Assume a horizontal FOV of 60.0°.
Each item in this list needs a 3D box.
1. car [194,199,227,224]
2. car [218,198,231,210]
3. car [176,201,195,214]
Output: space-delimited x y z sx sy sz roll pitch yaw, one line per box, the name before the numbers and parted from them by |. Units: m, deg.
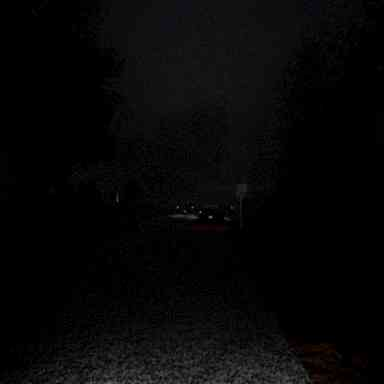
car | 1.459 1.496 24.361 1.812 1.442 4.674 0 0 6
car | 3.828 1.478 41.756 1.994 1.385 4.181 1 1 10
car | -0.362 1.559 34.096 1.895 1.301 4.718 1 0 8
